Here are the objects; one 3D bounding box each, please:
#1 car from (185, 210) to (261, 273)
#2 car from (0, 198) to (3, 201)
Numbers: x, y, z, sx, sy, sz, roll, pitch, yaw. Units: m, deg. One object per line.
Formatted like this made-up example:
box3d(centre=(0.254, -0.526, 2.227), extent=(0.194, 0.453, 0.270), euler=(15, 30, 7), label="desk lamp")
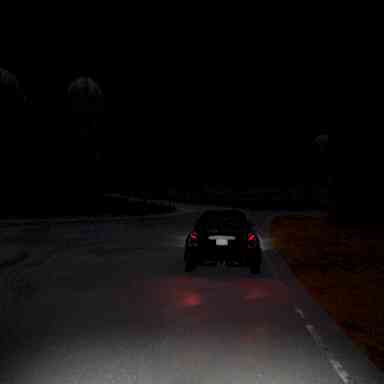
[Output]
box3d(centre=(1.049, 1.373, 11.001), extent=(2.097, 1.767, 4.553), euler=(0, 0, 7), label="car")
box3d(centre=(-31.189, 1.487, 52.420), extent=(2.242, 1.667, 4.611), euler=(0, 0, -19), label="car")
